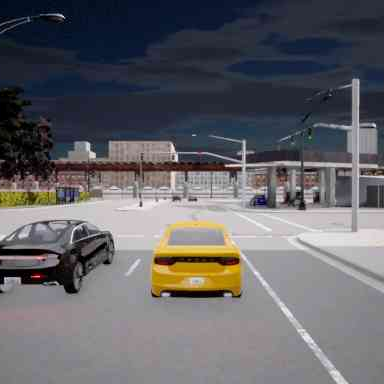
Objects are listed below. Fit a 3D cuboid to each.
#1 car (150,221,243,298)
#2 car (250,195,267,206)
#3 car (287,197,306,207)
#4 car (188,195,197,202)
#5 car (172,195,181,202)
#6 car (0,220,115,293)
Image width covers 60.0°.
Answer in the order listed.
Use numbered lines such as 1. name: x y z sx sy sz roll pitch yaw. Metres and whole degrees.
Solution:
1. car: 0.100 1.468 8.553 1.882 1.535 5.008 0 0 0
2. car: 9.816 1.253 48.826 2.242 1.667 4.611 0 0 0
3. car: 15.562 1.425 49.576 1.970 1.475 3.806 0 0 0
4. car: 0.157 1.446 73.522 1.994 1.385 4.181 0 0 0
5. car: -3.342 1.386 73.529 1.837 1.490 4.892 0 0 0
6. car: -3.399 1.474 8.770 2.128 1.511 4.902 0 0 0
